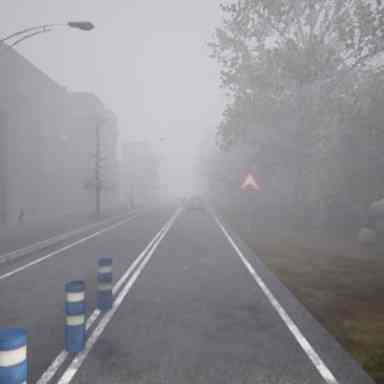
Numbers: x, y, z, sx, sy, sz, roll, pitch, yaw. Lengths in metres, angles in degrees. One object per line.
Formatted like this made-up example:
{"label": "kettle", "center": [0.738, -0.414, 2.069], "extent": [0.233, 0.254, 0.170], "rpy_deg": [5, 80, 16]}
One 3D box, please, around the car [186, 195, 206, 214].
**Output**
{"label": "car", "center": [0.375, 1.251, 31.737], "extent": [2.033, 1.411, 5.357], "rpy_deg": [0, 1, 1]}
